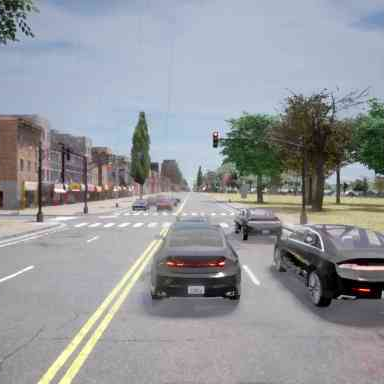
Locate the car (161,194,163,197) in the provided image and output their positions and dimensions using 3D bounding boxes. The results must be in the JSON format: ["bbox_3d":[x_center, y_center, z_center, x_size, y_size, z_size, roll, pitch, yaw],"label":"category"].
[{"bbox_3d":[-6.518,1.268,67.520,2.097,1.767,4.553,0,1,0],"label":"car"}]

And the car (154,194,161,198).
[{"bbox_3d":[-6.584,1.538,54.598,1.837,1.490,4.892,0,1,0],"label":"car"}]

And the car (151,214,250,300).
[{"bbox_3d":[0.082,1.531,8.428,1.837,1.490,4.892,0,0,0],"label":"car"}]

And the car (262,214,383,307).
[{"bbox_3d":[3.331,1.515,7.986,2.128,1.511,4.902,0,0,0],"label":"car"}]

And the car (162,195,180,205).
[{"bbox_3d":[-3.336,1.611,52.930,1.994,1.385,4.181,0,0,0],"label":"car"}]

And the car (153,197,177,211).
[{"bbox_3d":[-3.346,1.717,42.045,1.895,1.301,4.718,0,0,0],"label":"car"}]

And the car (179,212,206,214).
[{"bbox_3d":[0.053,1.689,17.733,1.895,1.301,4.718,0,0,0],"label":"car"}]

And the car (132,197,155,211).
[{"bbox_3d":[-6.593,1.657,43.770,2.033,1.411,5.357,0,0,0],"label":"car"}]

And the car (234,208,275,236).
[{"bbox_3d":[3.299,1.577,17.196,2.128,1.511,4.902,0,0,0],"label":"car"}]
